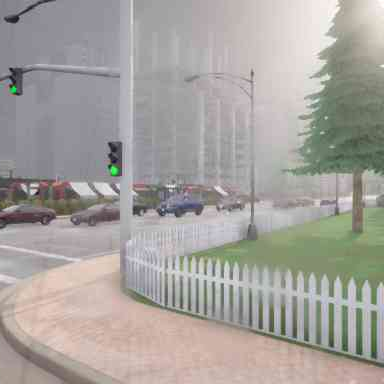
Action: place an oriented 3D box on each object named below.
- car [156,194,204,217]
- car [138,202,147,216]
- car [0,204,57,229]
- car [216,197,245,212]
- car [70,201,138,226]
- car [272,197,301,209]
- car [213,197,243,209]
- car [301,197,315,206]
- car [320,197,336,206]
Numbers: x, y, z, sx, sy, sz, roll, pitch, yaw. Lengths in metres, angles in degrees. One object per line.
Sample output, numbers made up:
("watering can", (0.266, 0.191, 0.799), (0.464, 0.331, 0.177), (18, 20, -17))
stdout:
("car", (-0.982, 1.221, 31.365), (2.150, 2.045, 5.566), (0, 0, 34))
("car", (-6.188, 1.478, 29.900), (1.882, 1.535, 5.008), (0, 0, 34))
("car", (-11.405, 1.526, 22.152), (1.812, 1.442, 4.674), (0, 0, 36))
("car", (4.650, 1.492, 39.707), (2.128, 1.511, 4.902), (0, 0, 34))
("car", (-6.290, 1.526, 23.444), (1.812, 1.442, 4.674), (0, 0, 34))
("car", (12.454, 1.547, 44.709), (2.033, 1.411, 5.357), (0, 0, 34))
("car", (5.162, 1.492, 46.685), (2.128, 1.511, 4.902), (0, 0, 34))
("car", (18.251, 1.478, 53.319), (1.882, 1.535, 5.008), (0, 0, 34))
("car", (21.082, 1.526, 51.258), (1.812, 1.442, 4.674), (0, 0, 34))
